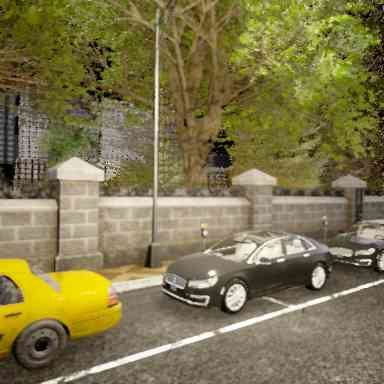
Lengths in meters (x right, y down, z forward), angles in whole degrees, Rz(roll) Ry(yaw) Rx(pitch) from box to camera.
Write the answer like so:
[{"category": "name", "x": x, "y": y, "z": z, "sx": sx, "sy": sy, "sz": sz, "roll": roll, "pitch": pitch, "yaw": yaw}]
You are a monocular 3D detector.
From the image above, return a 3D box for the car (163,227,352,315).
[{"category": "car", "x": 1.431, "y": 1.587, "z": 7.573, "sx": 4.403, "sy": 1.369, "sz": 2.008, "roll": 0, "pitch": 0, "yaw": -35}]

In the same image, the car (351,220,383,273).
[{"category": "car", "x": 6.058, "y": 1.624, "z": 10.873, "sx": 4.403, "sy": 1.369, "sz": 2.008, "roll": 0, "pitch": 0, "yaw": -35}]

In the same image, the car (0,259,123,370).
[{"category": "car", "x": -3.334, "y": 1.523, "z": 4.174, "sx": 4.829, "sy": 1.417, "sz": 1.752, "roll": 0, "pitch": 0, "yaw": -35}]
